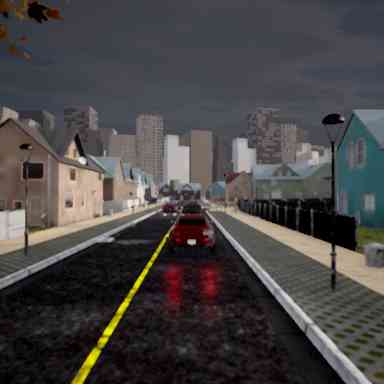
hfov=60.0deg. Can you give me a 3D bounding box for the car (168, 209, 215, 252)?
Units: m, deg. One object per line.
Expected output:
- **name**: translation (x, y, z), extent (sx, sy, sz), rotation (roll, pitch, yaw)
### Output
- **car**: translation (0.006, 1.664, 14.374), extent (1.812, 1.442, 4.674), rotation (0, 0, 0)

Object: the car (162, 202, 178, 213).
- **car**: translation (-2.755, 1.989, 43.417), extent (1.994, 1.385, 4.181), rotation (0, -1, 0)

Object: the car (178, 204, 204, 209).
- **car**: translation (0.008, 1.764, 29.492), extent (1.882, 1.535, 5.008), rotation (0, 0, 0)
